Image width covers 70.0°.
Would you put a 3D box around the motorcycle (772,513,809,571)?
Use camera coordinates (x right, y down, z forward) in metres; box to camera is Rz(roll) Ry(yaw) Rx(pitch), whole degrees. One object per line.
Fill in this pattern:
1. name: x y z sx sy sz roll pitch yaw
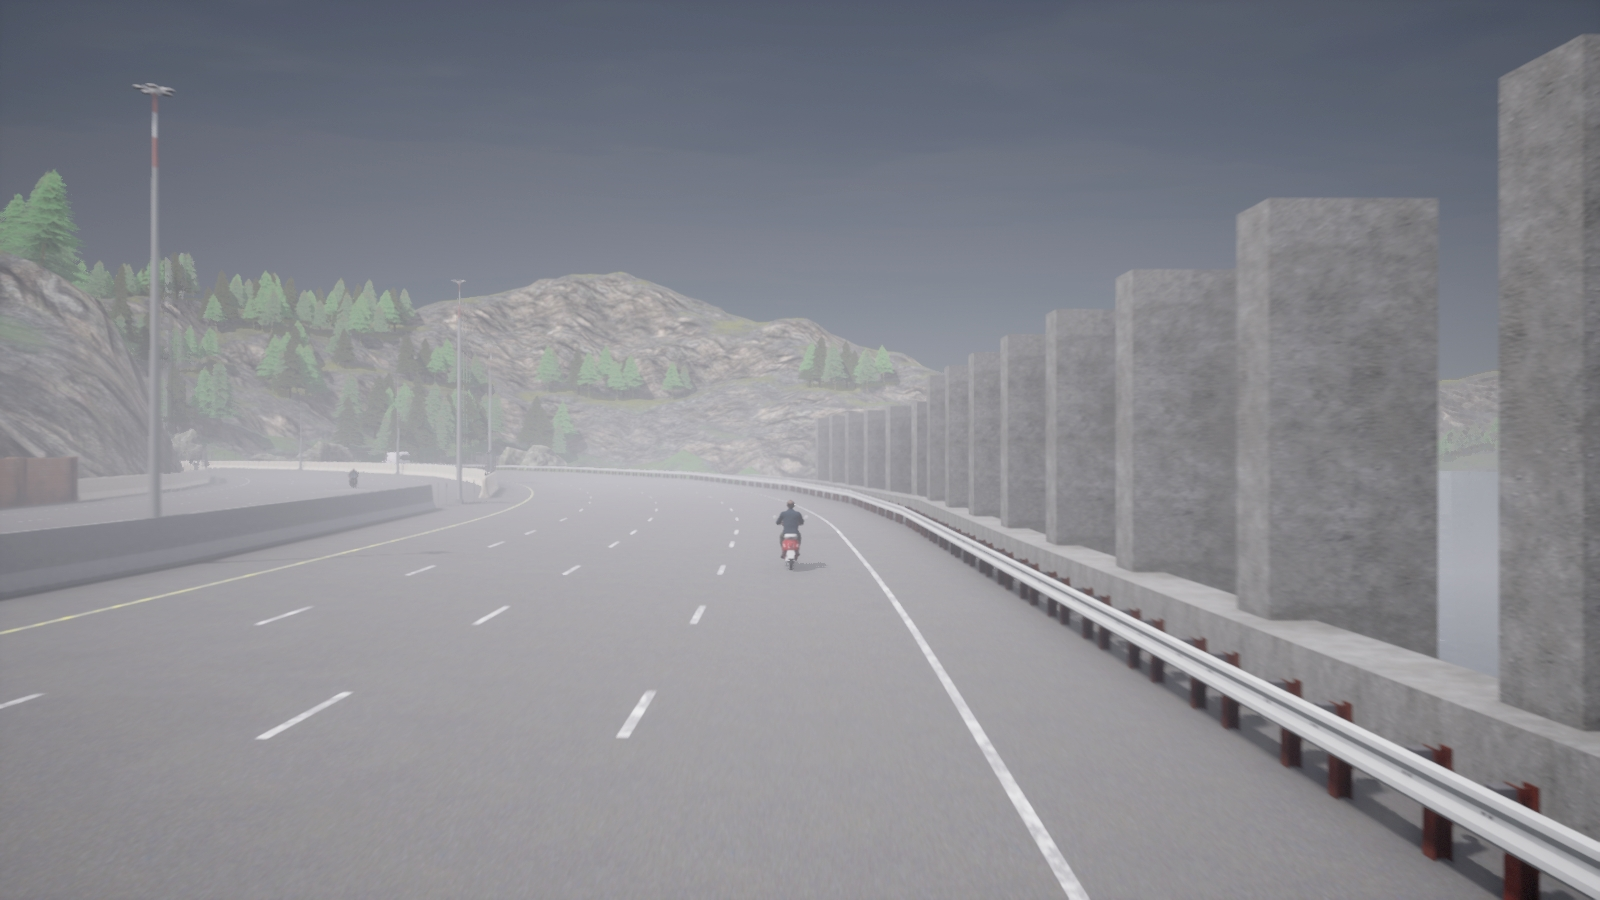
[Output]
1. motorcycle: -0.231 2.186 27.334 0.856 1.236 1.805 0 0 -1
